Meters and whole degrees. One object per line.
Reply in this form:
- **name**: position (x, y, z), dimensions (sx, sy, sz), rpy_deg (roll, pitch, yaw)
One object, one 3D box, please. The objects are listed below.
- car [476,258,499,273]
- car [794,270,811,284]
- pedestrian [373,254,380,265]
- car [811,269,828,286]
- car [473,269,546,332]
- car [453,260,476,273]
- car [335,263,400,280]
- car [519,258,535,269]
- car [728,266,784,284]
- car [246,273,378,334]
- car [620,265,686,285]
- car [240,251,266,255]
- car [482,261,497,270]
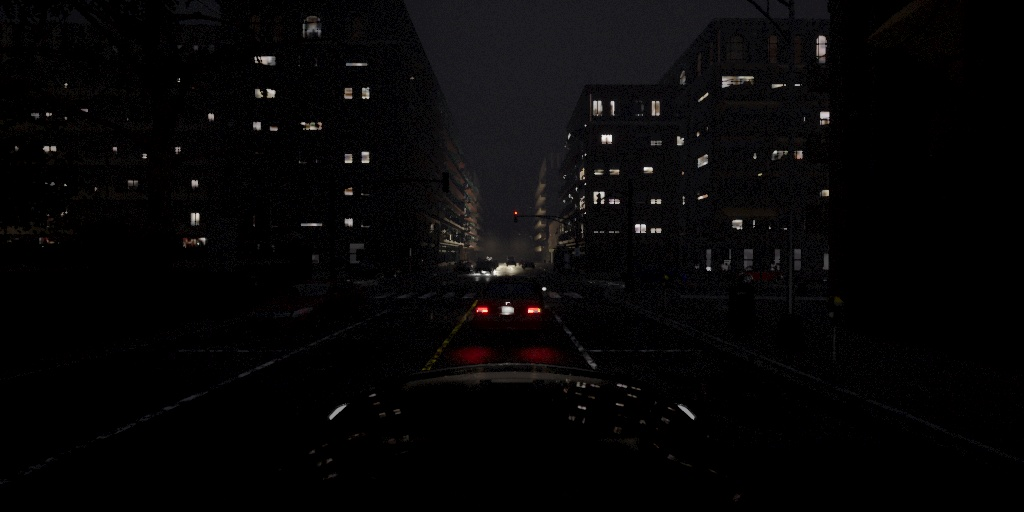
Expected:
- **car**: position (-3.200, 1.296, 43.263), dimensions (2.033, 1.411, 5.357), rpy_deg (0, 0, 4)
- **car**: position (26.960, 1.813, 31.595), dimensions (4.207, 1.307, 1.802), rpy_deg (0, 0, -1)
- **pedestrian**: position (-12.814, 0.652, 33.955), dimensions (0.375, 1.860, 0.375), rpy_deg (0, -1, -1)
- **car**: position (27.738, 1.751, 29.042), dimensions (4.902, 1.511, 2.128), rpy_deg (1, 0, -1)
- **car**: position (0.050, 1.297, 10.789), dimensions (2.033, 1.411, 5.357), rpy_deg (0, 0, 3)
- **car**: position (-5.819, 1.188, 42.985), dimensions (1.967, 1.591, 4.097), rpy_deg (0, 0, 0)
- **car**: position (-11.482, 1.184, 28.439), dimensions (4.718, 1.301, 1.895), rpy_deg (2, 0, -1)
- **car**: position (2.525, 1.299, 54.284), dimensions (2.007, 1.370, 4.403), rpy_deg (0, 0, 0)
- **car**: position (21.287, 1.571, 31.508), dimensions (4.097, 1.591, 1.967), rpy_deg (0, 0, -1)
- **car**: position (-5.715, 1.331, 10.574), dimensions (1.802, 1.307, 4.207), rpy_deg (0, 0, 0)
- **car**: position (11.268, 1.445, 28.791), dimensions (5.008, 1.535, 1.882), rpy_deg (1, 0, -1)
- **car**: position (-17.611, 0.694, 25.146), dimensions (5.566, 2.045, 2.150), rpy_deg (1, 0, -1)
- **car**: position (-3.242, 1.349, 53.213), dimensions (1.895, 1.301, 4.718), rpy_deg (0, 0, 0)
